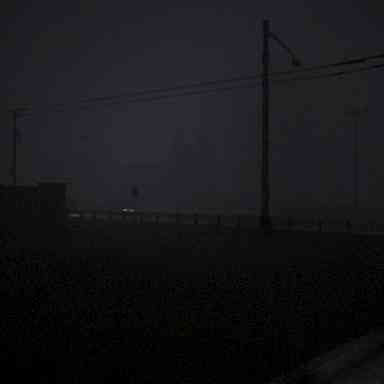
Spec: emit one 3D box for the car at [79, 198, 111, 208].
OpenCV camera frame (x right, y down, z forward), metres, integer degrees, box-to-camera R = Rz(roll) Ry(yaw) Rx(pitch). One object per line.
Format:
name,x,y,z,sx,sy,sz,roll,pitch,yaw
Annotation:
car,-14.576,1.627,49.913,4.674,1.442,1.812,0,0,29

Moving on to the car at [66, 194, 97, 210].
car,-13.845,1.283,37.476,5.566,2.045,2.150,0,0,29

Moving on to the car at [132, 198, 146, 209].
car,-8.696,1.609,46.626,4.902,1.511,2.128,0,0,29

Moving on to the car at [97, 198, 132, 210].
car,-10.516,1.662,43.633,4.181,1.385,1.994,0,0,29
